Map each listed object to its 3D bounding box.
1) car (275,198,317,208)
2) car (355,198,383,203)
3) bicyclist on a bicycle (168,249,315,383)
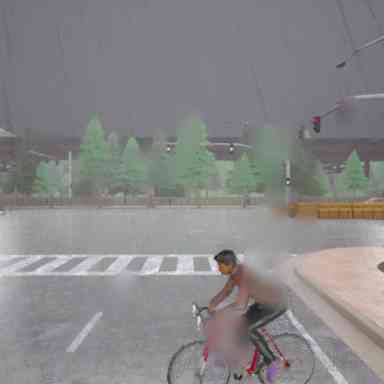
[{"bbox_3d":[12.460,1.500,39.793,4.892,1.490,1.837,0,0,-1],"label":"car"},{"bbox_3d":[21.862,1.473,40.006,5.008,1.535,1.882,0,0,-1],"label":"car"},{"bbox_3d":[0.543,1.441,3.593,1.656,1.620,0.582,-2,0,-8],"label":"bicyclist on a bicycle"}]
